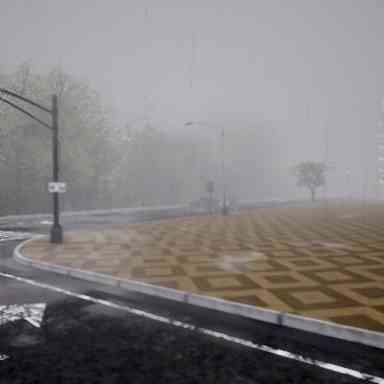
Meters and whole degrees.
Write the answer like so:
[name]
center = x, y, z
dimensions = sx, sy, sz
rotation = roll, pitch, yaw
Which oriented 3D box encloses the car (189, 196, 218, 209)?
[car]
center = 1.567, 1.317, 43.417
dimensions = 1.882, 1.535, 5.008
rotation = -2, 0, 35
